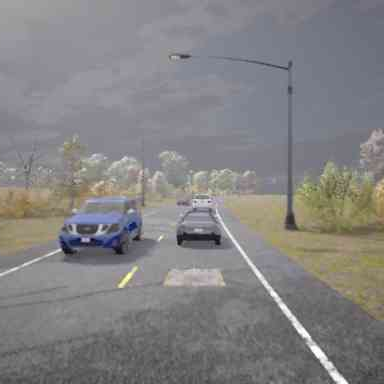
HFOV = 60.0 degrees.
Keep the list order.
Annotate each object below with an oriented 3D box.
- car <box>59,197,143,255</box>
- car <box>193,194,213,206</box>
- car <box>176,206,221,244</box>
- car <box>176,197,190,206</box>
[{"bbox_3d":[-3.432,1.227,13.688,2.150,2.045,5.566,0,0,1],"label":"car"},{"bbox_3d":[1.264,1.238,39.240,2.150,2.045,5.566,0,0,3],"label":"car"},{"bbox_3d":[0.323,1.572,15.959,1.994,1.385,4.181,0,0,1],"label":"car"},{"bbox_3d":[-1.390,1.569,54.288,2.033,1.411,5.357,0,0,5],"label":"car"}]
